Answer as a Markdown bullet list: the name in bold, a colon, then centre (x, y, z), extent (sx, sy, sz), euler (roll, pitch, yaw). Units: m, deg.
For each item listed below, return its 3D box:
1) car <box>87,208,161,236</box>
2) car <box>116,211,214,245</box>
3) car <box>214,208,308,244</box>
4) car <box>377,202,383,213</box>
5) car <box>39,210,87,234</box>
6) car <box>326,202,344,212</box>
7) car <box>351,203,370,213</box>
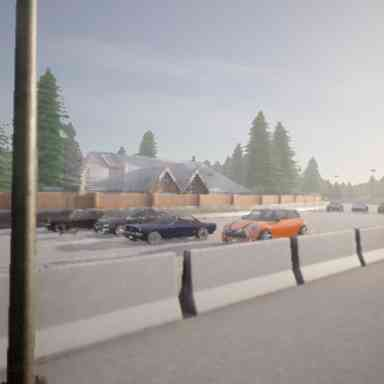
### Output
- **car**: centre (-3.212, 1.691, 19.298), extent (4.892, 1.490, 1.837), euler (1, -1, -39)
- **car**: centre (-1.058, 1.775, 16.515), extent (4.718, 1.301, 1.895), euler (1, -1, -39)
- **car**: centre (3.537, 1.559, 15.823), extent (4.553, 1.767, 2.097), euler (1, -1, -40)
- **car**: centre (27.715, 2.122, 47.200), extent (2.097, 1.767, 4.553), euler (0, -1, 36)
- **car**: centre (-6.907, 1.771, 20.797), extent (4.718, 1.301, 1.895), euler (1, -1, -38)
- **car**: centre (22.245, 2.274, 51.572), extent (1.837, 1.490, 4.892), euler (0, 0, 35)
- **car**: centre (25.184, 2.322, 49.610), extent (2.033, 1.411, 5.357), euler (0, -1, 36)
